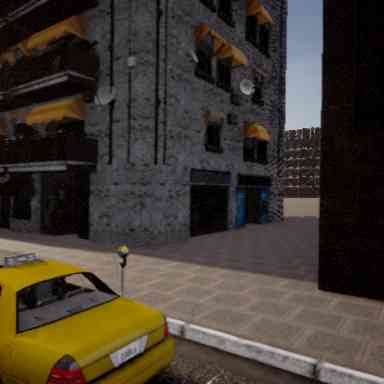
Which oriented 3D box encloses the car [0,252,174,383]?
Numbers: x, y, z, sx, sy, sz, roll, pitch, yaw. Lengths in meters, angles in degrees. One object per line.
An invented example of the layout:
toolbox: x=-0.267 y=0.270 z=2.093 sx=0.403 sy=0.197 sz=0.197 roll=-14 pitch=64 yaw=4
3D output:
car: x=-2.494 y=1.525 z=4.597 sx=4.829 sy=1.417 sz=1.752 roll=0 pitch=1 yaw=36
